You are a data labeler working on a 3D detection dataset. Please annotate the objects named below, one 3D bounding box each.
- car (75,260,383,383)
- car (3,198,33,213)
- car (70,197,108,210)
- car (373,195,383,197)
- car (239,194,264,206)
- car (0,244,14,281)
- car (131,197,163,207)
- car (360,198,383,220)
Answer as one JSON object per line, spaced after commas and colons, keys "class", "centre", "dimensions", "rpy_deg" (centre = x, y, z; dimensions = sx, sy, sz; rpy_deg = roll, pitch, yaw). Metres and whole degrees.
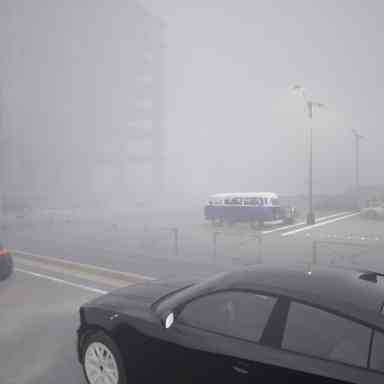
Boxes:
{"class": "car", "centre": [0.865, 1.478, 3.378], "dimensions": [5.008, 1.535, 1.882], "rpy_deg": [0, 0, 36]}
{"class": "car", "centre": [-18.750, 1.422, 33.555], "dimensions": [1.882, 1.535, 5.008], "rpy_deg": [0, 0, 36]}
{"class": "car", "centre": [-12.906, 1.422, 41.759], "dimensions": [1.882, 1.535, 5.008], "rpy_deg": [0, 0, 35]}
{"class": "car", "centre": [17.953, 1.153, 29.282], "dimensions": [4.605, 1.855, 1.932], "rpy_deg": [0, 0, 36]}
{"class": "car", "centre": [11.436, 1.545, 63.581], "dimensions": [1.895, 1.301, 4.718], "rpy_deg": [0, 0, 35]}
{"class": "car", "centre": [-6.456, 1.564, 8.588], "dimensions": [4.181, 1.385, 1.994], "rpy_deg": [0, 0, 36]}
{"class": "car", "centre": [-6.741, 1.492, 50.415], "dimensions": [2.033, 1.411, 5.357], "rpy_deg": [0, 0, 36]}
{"class": "car", "centre": [14.728, 1.395, 24.730], "dimensions": [3.806, 1.475, 1.970], "rpy_deg": [0, 0, 36]}
